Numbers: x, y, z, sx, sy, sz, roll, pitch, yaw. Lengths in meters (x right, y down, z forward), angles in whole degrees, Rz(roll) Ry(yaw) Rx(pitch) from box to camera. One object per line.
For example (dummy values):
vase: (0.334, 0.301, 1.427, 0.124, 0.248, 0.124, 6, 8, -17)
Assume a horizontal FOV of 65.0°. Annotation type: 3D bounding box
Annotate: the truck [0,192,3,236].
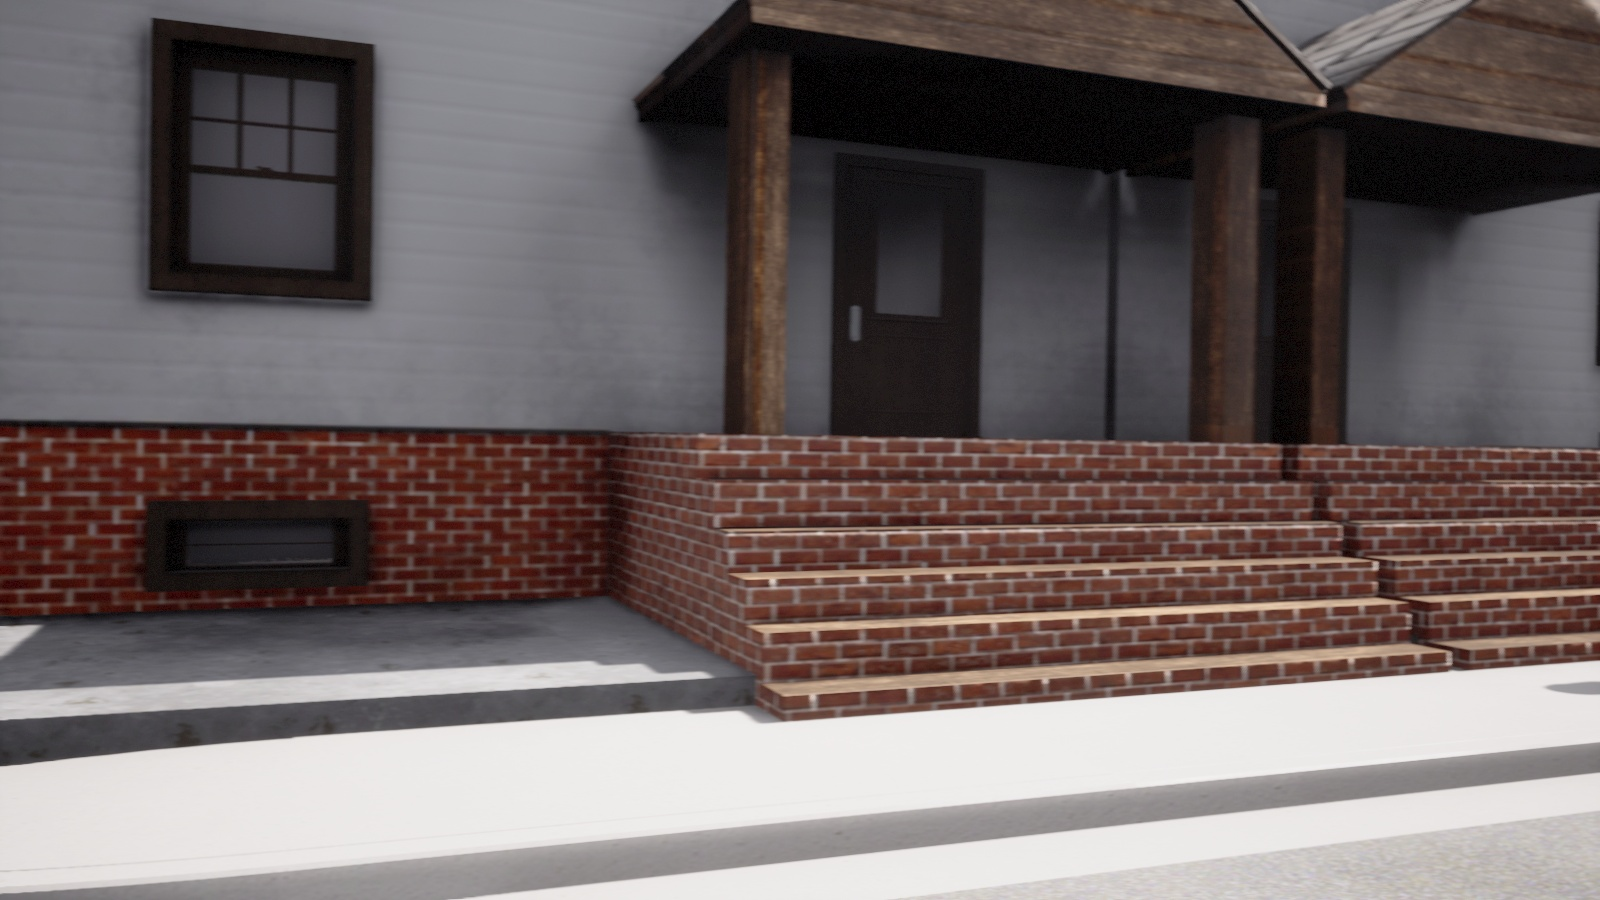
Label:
truck: (-25.363, -7.665, 35.743, 2.891, 3.462, 7.936, 0, 13, -21)
